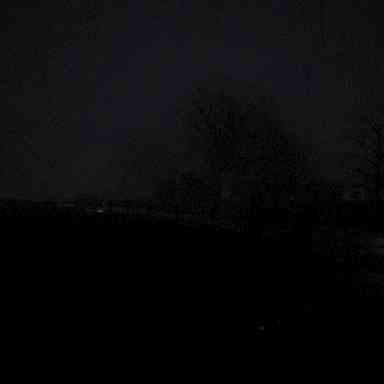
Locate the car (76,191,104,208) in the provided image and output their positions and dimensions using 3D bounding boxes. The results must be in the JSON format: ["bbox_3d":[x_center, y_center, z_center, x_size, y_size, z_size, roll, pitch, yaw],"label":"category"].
[{"bbox_3d":[-13.129,0.910,42.591,2.150,2.045,5.566,-1,1,-35],"label":"car"}]
